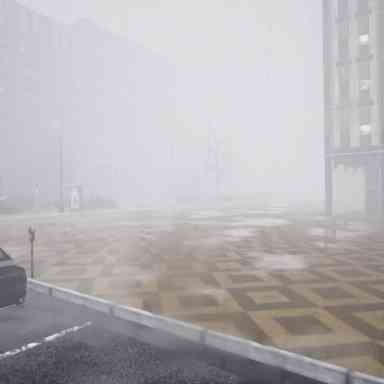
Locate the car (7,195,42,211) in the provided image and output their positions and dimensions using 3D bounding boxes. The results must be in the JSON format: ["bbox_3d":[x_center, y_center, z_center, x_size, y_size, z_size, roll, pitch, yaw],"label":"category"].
[{"bbox_3d":[-20.302,1.226,37.746,2.192,1.841,5.009,-1,0,36],"label":"car"}]

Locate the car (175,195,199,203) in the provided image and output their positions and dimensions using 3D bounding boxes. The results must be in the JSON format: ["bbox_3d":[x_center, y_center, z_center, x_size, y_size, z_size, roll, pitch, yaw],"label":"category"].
[{"bbox_3d":[-0.801,1.252,60.104,1.895,1.301,4.718,-1,0,36],"label":"car"}]

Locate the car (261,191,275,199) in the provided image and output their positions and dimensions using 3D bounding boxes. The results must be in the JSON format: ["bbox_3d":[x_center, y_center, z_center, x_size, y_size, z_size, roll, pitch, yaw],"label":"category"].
[{"bbox_3d":[15.662,0.739,73.122,2.192,1.841,5.009,-1,0,36],"label":"car"}]

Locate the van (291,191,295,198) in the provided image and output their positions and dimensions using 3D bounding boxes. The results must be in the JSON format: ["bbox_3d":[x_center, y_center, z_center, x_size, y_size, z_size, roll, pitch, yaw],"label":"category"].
[{"bbox_3d":[25.388,0.653,86.553,1.690,1.788,3.998,-1,0,36],"label":"van"}]

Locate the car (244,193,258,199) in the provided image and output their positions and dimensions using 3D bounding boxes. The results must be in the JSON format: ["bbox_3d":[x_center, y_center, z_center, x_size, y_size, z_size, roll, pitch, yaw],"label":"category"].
[{"bbox_3d":[15.362,1.038,86.992,1.947,1.339,4.313,-1,0,36],"label":"car"}]

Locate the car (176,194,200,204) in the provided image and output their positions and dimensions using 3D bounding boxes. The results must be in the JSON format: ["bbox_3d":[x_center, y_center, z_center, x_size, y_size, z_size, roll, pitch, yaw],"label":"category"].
[{"bbox_3d":[-0.547,1.061,50.738,1.967,1.590,4.097,-1,0,36],"label":"car"}]

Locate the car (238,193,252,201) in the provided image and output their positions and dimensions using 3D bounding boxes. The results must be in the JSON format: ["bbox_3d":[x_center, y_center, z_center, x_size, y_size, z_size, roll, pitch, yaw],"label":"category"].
[{"bbox_3d":[9.180,1.047,64.169,1.887,1.381,4.507,-1,0,36],"label":"car"}]

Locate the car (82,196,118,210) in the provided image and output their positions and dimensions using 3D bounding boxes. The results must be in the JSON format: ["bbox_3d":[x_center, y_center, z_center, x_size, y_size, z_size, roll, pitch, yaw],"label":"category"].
[{"bbox_3d":[-10.273,1.185,37.307,1.967,1.590,4.097,-1,0,36],"label":"car"}]

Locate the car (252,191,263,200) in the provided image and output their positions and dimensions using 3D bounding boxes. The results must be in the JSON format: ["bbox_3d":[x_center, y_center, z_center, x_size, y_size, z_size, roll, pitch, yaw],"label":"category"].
[{"bbox_3d":[12.422,1.045,68.645,1.802,1.307,4.206,-1,0,36],"label":"car"}]

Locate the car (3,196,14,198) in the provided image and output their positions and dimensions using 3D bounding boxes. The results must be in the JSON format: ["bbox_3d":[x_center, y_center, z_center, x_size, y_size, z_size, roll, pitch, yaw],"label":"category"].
[{"bbox_3d":[-20.718,1.411,32.769,1.837,1.490,4.892,-1,0,36],"label":"car"}]

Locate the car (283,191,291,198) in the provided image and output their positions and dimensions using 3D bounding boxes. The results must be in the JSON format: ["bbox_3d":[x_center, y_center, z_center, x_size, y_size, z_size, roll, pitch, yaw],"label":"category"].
[{"bbox_3d":[22.149,0.930,82.076,1.802,1.307,4.206,-1,0,36],"label":"car"}]

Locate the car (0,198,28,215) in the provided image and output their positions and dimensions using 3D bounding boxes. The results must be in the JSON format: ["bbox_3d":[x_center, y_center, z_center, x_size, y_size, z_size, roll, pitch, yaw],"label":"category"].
[{"bbox_3d":[-16.755,1.412,28.353,1.802,1.307,4.206,-1,0,36],"label":"car"}]

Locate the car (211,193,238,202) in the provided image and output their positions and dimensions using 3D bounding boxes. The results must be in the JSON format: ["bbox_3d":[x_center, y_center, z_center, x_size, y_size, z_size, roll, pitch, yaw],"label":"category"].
[{"bbox_3d":[5.938,1.092,59.692,2.008,1.369,4.403,-1,0,36],"label":"car"}]

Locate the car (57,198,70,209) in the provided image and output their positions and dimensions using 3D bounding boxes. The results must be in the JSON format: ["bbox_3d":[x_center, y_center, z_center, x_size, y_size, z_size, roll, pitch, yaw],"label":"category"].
[{"bbox_3d":[-14.023,1.344,42.031,1.812,1.442,4.674,-1,0,37],"label":"car"}]

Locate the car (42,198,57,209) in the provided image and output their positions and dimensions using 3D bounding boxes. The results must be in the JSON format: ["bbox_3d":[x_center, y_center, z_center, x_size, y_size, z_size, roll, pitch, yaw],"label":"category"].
[{"bbox_3d":[-17.057,1.414,42.224,1.887,1.381,4.507,-1,0,36],"label":"car"}]

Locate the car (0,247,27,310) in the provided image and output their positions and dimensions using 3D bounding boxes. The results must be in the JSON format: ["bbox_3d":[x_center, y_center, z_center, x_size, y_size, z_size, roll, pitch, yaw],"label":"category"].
[{"bbox_3d":[-4.994,1.553,6.609,4.403,1.369,2.008,0,-1,36],"label":"car"}]

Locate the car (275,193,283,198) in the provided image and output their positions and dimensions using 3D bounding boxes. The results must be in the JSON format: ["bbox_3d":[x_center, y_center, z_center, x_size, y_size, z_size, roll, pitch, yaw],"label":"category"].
[{"bbox_3d":[18.906,0.937,77.599,2.008,1.369,4.403,-1,0,36],"label":"car"}]
